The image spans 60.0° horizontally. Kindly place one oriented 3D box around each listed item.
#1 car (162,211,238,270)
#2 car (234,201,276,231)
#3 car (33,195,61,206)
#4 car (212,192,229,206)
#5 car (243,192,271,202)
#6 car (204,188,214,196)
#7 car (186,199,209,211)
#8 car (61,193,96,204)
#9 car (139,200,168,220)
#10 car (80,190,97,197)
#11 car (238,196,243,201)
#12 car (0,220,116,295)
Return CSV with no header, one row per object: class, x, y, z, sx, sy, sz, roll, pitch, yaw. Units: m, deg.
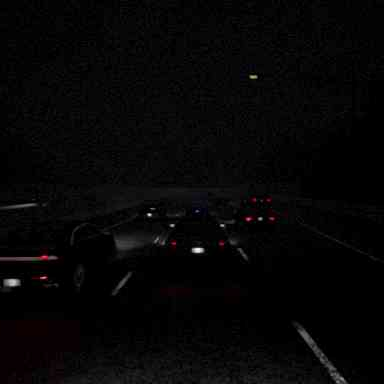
car,0.182,1.543,11.013,1.994,1.385,4.181,0,0,1
car,3.711,1.485,20.252,2.033,1.411,5.357,0,0,1
car,-16.986,1.242,40.860,2.128,1.511,4.902,0,1,1
car,4.245,1.114,47.957,1.882,1.535,5.008,0,1,1
car,7.423,1.003,37.474,2.150,2.045,5.566,0,1,3
car,5.127,0.250,92.939,1.882,1.535,5.008,0,1,1
car,0.469,1.354,28.681,1.882,1.535,5.008,0,1,1
car,-13.505,1.238,39.953,1.882,1.535,5.008,0,1,1
car,-3.068,1.399,26.729,1.837,1.490,4.892,0,0,1
car,-19.960,0.605,63.511,2.150,2.045,5.566,0,1,1
car,7.740,1.188,47.555,2.033,1.411,5.357,0,1,1
car,-3.343,1.477,8.651,2.128,1.511,4.902,0,0,0
